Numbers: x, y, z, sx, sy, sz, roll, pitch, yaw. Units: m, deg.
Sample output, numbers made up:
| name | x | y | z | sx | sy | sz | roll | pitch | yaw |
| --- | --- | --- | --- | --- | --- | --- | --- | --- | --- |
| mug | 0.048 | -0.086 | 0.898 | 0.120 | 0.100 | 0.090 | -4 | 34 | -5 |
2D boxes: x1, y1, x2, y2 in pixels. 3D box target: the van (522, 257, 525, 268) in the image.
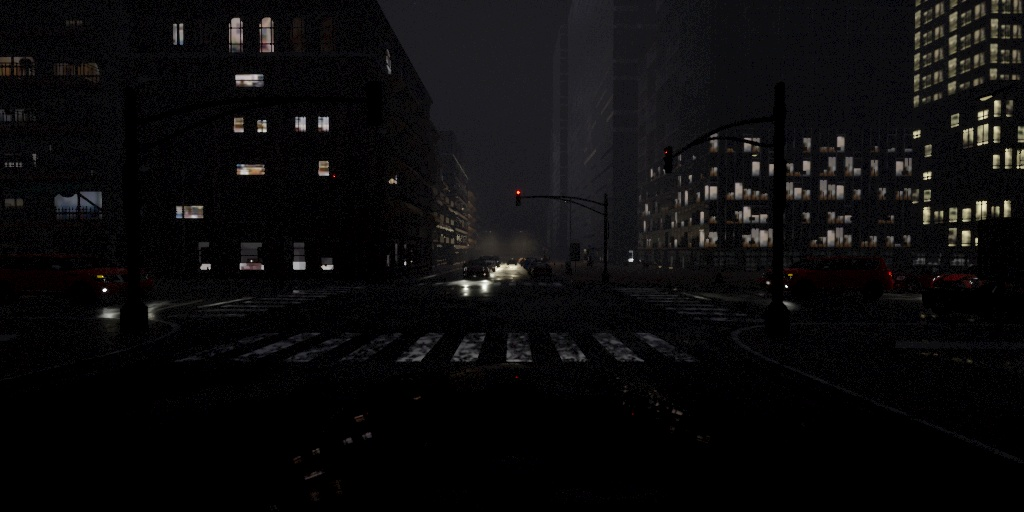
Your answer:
| name | x | y | z | sx | sy | sz | roll | pitch | yaw |
| --- | --- | --- | --- | --- | --- | --- | --- | --- | --- |
| van | 2.626 | 1.045 | 49.394 | 1.690 | 1.789 | 3.998 | 0 | 0 | 0 |

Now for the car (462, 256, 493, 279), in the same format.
| name | x | y | z | sx | sy | sz | roll | pitch | yaw |
| --- | --- | --- | --- | --- | --- | --- | --- | --- | --- |
| car | -3.092 | 1.080 | 31.749 | 2.097 | 1.767 | 4.553 | 0 | 0 | -1 |

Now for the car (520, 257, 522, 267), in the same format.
| name | x | y | z | sx | sy | sz | roll | pitch | yaw |
| --- | --- | --- | --- | --- | --- | --- | --- | --- | --- |
| car | 2.622 | 1.240 | 55.040 | 1.888 | 1.381 | 4.507 | 0 | 0 | 0 |

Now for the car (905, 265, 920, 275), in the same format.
| name | x | y | z | sx | sy | sz | roll | pitch | yaw |
| --- | --- | --- | --- | --- | --- | --- | --- | --- | --- |
| car | 23.361 | 1.230 | 20.711 | 4.097 | 1.591 | 1.967 | 0 | 0 | 1 |

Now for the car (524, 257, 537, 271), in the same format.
| name | x | y | z | sx | sy | sz | roll | pitch | yaw |
| --- | --- | --- | --- | --- | --- | --- | --- | --- | --- |
| car | 2.633 | 1.159 | 38.102 | 1.967 | 1.591 | 4.097 | 0 | 0 | 0 |

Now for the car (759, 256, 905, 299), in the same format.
| name | x | y | z | sx | sy | sz | roll | pitch | yaw |
| --- | --- | --- | --- | --- | --- | --- | --- | --- | --- |
| car | 15.704 | 1.020 | 18.076 | 5.566 | 2.045 | 2.150 | 0 | 1 | 1 |

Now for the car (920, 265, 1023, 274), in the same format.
| name | x | y | z | sx | sy | sz | roll | pitch | yaw |
| --- | --- | --- | --- | --- | --- | --- | --- | --- | --- |
| car | 24.095 | 1.189 | 17.966 | 4.553 | 1.767 | 2.097 | 0 | 1 | 1 |

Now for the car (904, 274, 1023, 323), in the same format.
| name | x | y | z | sx | sy | sz | roll | pitch | yaw |
| --- | --- | --- | --- | --- | --- | --- | --- | --- | --- |
| car | 16.708 | 1.445 | 12.159 | 4.403 | 1.370 | 2.007 | 0 | 0 | 1 |

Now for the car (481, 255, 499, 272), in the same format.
| name | x | y | z | sx | sy | sz | roll | pitch | yaw |
| --- | --- | --- | --- | --- | --- | --- | --- | --- | --- |
| car | -3.135 | 0.935 | 44.231 | 2.150 | 2.045 | 5.566 | 0 | 0 | 0 |

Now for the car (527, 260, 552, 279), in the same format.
| name | x | y | z | sx | sy | sz | roll | pitch | yaw |
| --- | --- | --- | --- | --- | --- | --- | --- | --- | --- |
| car | 2.637 | 1.272 | 32.457 | 1.888 | 1.381 | 4.507 | 0 | 0 | 0 |

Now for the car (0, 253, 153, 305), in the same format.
| name | x | y | z | sx | sy | sz | roll | pitch | yaw |
| --- | --- | --- | --- | --- | --- | --- | --- | --- | --- |
| car | -18.849 | 0.911 | 15.324 | 5.566 | 2.045 | 2.150 | 0 | 1 | 1 |
